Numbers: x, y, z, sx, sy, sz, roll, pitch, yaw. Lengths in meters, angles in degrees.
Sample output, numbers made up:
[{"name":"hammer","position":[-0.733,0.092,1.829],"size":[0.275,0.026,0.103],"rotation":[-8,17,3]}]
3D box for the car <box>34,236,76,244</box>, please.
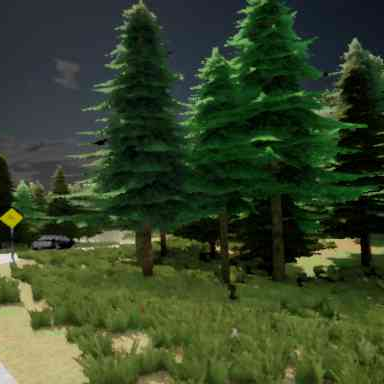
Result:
[{"name":"car","position":[-11.604,4.461,28.462],"size":[2.128,1.511,4.902],"rotation":[-2,-8,7]}]
